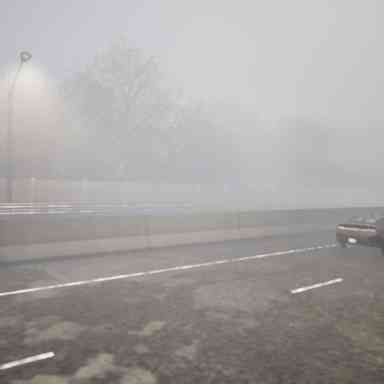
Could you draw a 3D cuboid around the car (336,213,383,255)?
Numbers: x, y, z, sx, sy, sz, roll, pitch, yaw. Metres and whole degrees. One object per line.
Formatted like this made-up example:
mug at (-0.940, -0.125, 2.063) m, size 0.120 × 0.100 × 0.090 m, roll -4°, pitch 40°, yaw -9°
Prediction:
car at (7.984, 1.632, 13.861) m, size 4.902 × 1.511 × 2.128 m, roll 1°, pitch 0°, yaw -35°
